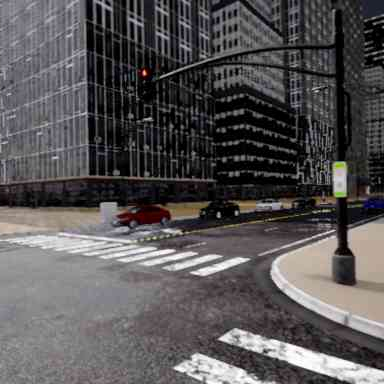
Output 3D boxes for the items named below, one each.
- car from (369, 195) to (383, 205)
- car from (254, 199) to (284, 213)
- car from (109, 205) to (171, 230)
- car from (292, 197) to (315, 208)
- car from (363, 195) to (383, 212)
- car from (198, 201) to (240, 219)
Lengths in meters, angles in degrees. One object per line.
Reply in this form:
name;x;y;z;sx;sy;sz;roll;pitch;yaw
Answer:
car;29.618;1.203;52.795;1.812;1.442;4.674;-2;-1;39
car;8.766;1.517;37.591;1.812;1.442;4.674;-2;-1;39
car;-3.380;1.640;22.559;1.812;1.442;4.674;-2;-1;39
car;15.345;1.415;45.689;2.128;1.511;4.902;-2;-1;39
car;19.519;1.213;35.106;1.882;1.535;5.008;-2;-1;39
car;2.472;1.560;29.812;1.837;1.490;4.892;-2;-1;39
